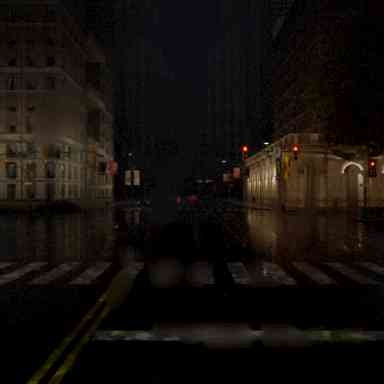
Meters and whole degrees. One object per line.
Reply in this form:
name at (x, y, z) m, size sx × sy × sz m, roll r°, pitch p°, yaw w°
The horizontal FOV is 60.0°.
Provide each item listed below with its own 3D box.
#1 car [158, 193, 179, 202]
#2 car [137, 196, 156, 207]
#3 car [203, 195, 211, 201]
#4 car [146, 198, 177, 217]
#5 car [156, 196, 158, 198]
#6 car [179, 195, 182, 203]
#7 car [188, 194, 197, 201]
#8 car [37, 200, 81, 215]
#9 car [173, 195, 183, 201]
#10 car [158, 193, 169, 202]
car at (-3.647, 1.221, 52.280) m, size 2.150 × 2.045 × 5.566 m, roll 0°, pitch 0°, yaw 0°
car at (-7.134, 1.505, 50.866) m, size 1.837 × 1.490 × 4.892 m, roll 0°, pitch 0°, yaw 0°
car at (3.617, 1.464, 78.575) m, size 2.033 × 1.411 × 5.357 m, roll 0°, pitch 0°, yaw 1°
car at (-3.053, 1.547, 31.998) m, size 2.033 × 1.411 × 5.357 m, roll 0°, pitch 0°, yaw -11°
car at (-6.977, 1.548, 69.041) m, size 2.033 × 1.411 × 5.357 m, roll 0°, pitch 0°, yaw 1°
car at (-3.473, 1.352, 69.324) m, size 2.097 × 1.767 × 4.553 m, roll 0°, pitch 0°, yaw 1°
car at (0.117, 1.279, 78.577) m, size 2.097 × 1.767 × 4.553 m, roll 0°, pitch 0°, yaw 1°
car at (-13.729, 1.564, 34.370) m, size 4.181 × 1.385 × 1.994 m, roll 0°, pitch 0°, yaw -30°
car at (-3.354, 1.529, 81.644) m, size 2.033 × 1.411 × 5.357 m, roll 0°, pitch 0°, yaw 1°
car at (-6.867, 1.221, 80.309) m, size 2.150 × 2.045 × 5.566 m, roll 0°, pitch 0°, yaw 1°
